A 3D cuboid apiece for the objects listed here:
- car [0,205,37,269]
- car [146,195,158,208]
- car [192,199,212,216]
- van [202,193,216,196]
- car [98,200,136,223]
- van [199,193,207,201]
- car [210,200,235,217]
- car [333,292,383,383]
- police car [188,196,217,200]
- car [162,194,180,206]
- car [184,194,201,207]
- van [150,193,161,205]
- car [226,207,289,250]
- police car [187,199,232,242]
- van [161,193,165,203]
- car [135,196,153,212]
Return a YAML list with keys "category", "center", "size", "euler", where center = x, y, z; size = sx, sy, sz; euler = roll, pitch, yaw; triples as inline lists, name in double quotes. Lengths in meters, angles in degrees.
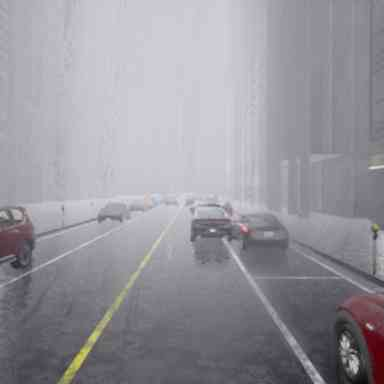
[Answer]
- category: "car"
  center: [-5.774, 1.297, 8.295]
  size: [2.192, 1.841, 5.009]
  euler: [0, 0, 0]
- category: "car"
  center: [-5.802, 1.433, 41.970]
  size: [1.752, 1.417, 4.829]
  euler: [0, 0, 0]
- category: "car"
  center: [0.873, 1.456, 32.332]
  size: [1.812, 1.442, 4.674]
  euler: [0, 0, 0]
- category: "van"
  center: [2.718, 1.237, 47.792]
  size: [1.690, 1.788, 3.998]
  euler: [0, 0, 0]
- category: "car"
  center: [-5.787, 1.511, 25.218]
  size: [1.947, 1.339, 4.313]
  euler: [0, 0, 0]
- category: "van"
  center: [2.689, 1.161, 81.636]
  size: [1.690, 1.788, 3.998]
  euler: [0, 0, 0]
- category: "car"
  center: [2.733, 1.478, 30.871]
  size: [1.887, 1.381, 4.507]
  euler: [0, 0, 0]
- category: "car"
  center: [2.757, 1.434, 2.667]
  size: [1.967, 1.590, 4.097]
  euler: [0, 0, 0]
- category: "police car"
  center: [0.877, 1.368, 26.442]
  size: [1.930, 1.638, 5.238]
  euler: [0, 0, 0]
- category: "car"
  center: [-3.085, 1.394, 51.121]
  size: [1.837, 1.490, 4.892]
  euler: [0, 0, 0]
- category: "car"
  center: [-0.041, 1.398, 49.682]
  size: [1.837, 1.490, 4.892]
  euler: [0, 0, 0]
- category: "van"
  center: [-5.807, 1.236, 47.780]
  size: [1.690, 1.788, 3.998]
  euler: [0, 0, 0]
- category: "car"
  center: [2.748, 1.536, 13.949]
  size: [1.947, 1.339, 4.313]
  euler: [0, 0, 0]
- category: "police car"
  center: [0.829, 1.389, 16.432]
  size: [1.930, 1.638, 5.238]
  euler: [0, 0, -1]
- category: "van"
  center: [-5.812, 1.224, 53.421]
  size: [1.690, 1.788, 3.998]
  euler: [0, 0, 0]
- category: "car"
  center: [-5.797, 1.471, 36.499]
  size: [2.008, 1.369, 4.403]
  euler: [0, 0, 0]
